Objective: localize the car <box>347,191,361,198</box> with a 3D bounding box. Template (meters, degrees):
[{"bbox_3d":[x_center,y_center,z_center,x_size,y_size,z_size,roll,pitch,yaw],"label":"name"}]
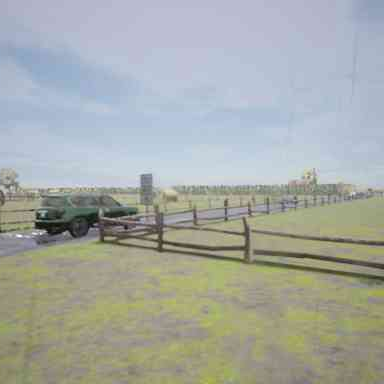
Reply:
[{"bbox_3d":[37.279,0.745,77.235,1.812,1.442,4.674,-1,0,35],"label":"car"}]

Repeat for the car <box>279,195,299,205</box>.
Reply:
[{"bbox_3d":[14.480,1.146,49.549,1.994,1.385,4.181,-1,0,35],"label":"car"}]

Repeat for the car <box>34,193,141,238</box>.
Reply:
[{"bbox_3d":[-5.059,1.092,16.915,2.150,2.045,5.566,-1,0,35],"label":"car"}]
